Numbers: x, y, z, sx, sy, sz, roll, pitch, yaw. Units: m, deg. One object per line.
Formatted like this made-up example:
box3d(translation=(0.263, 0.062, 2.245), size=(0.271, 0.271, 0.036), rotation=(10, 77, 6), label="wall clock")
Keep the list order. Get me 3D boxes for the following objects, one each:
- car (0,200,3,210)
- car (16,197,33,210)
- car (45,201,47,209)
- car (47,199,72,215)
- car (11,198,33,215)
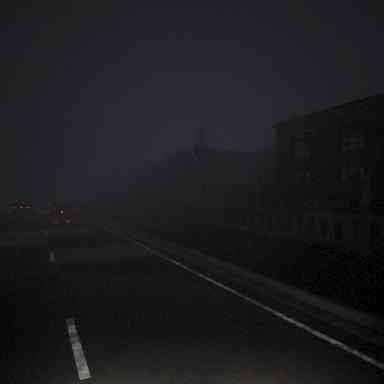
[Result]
box3d(translation=(-24.908, 1.478, 41.707), size=(1.882, 1.535, 5.008), rotation=(0, 0, -25), label="car")
box3d(translation=(-21.955, 1.505, 43.662), size=(1.837, 1.490, 4.892), rotation=(0, 0, -25), label="car")
box3d(translation=(-17.688, 1.564, 42.787), size=(1.994, 1.385, 4.181), rotation=(0, 0, -26), label="car")
box3d(translation=(-13.282, 1.601, 33.567), size=(1.895, 1.301, 4.718), rotation=(0, 0, -25), label="car")
box3d(translation=(-17.462, 1.547, 34.245), size=(2.033, 1.411, 5.357), rotation=(0, 0, -25), label="car")
